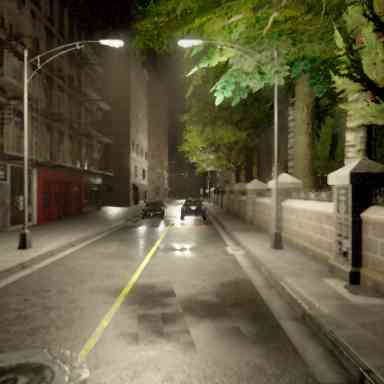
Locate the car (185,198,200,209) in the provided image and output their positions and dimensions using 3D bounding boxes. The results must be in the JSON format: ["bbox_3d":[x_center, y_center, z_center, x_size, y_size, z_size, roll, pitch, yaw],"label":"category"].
[{"bbox_3d":[0.105,1.554,46.119,1.994,1.385,4.181,0,0,0],"label":"car"}]

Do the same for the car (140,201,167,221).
[{"bbox_3d":[-3.094,1.500,27.548,1.837,1.490,4.892,0,0,0],"label":"car"}]

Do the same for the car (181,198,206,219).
[{"bbox_3d":[0.104,1.347,29.015,2.097,1.767,4.553,0,0,0],"label":"car"}]
